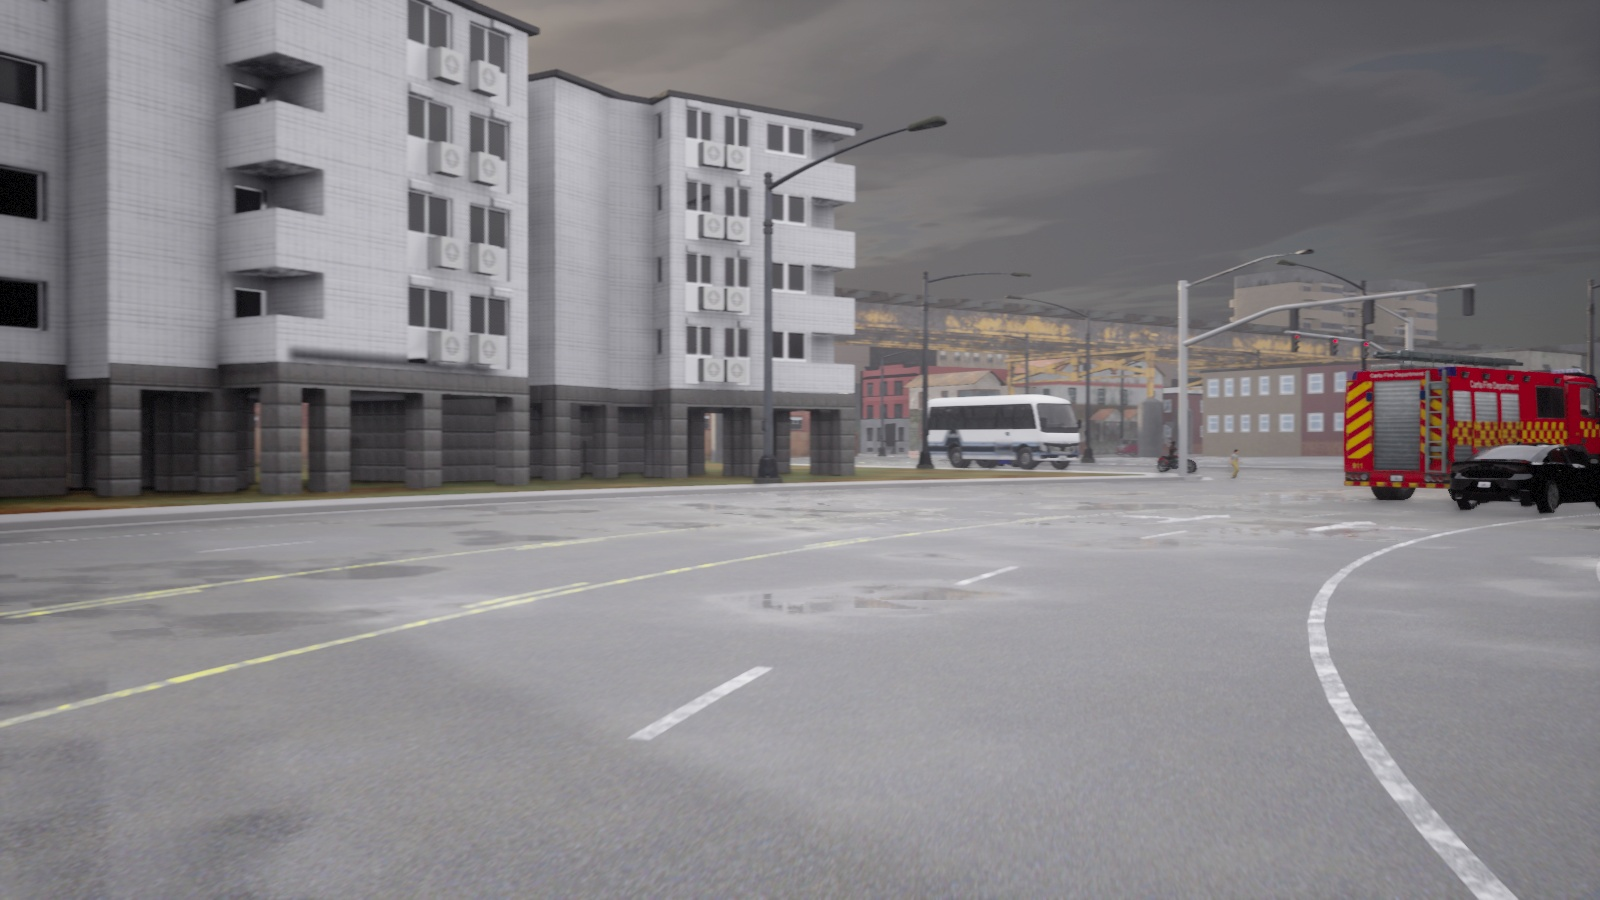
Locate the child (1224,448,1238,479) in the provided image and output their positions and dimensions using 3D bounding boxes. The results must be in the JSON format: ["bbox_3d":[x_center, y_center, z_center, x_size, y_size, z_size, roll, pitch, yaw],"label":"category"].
[{"bbox_3d":[17.779,0.541,51.807,0.270,1.263,0.437,0,0,-37],"label":"child"}]

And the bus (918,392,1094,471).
[{"bbox_3d":[11.745,-1.017,72.826,3.944,4.253,10.273,0,0,-36],"label":"bus"}]

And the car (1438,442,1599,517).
[{"bbox_3d":[16.493,0.600,28.191,5.008,1.535,1.882,0,0,-37],"label":"car"}]

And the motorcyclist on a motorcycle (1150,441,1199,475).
[{"bbox_3d":[18.781,0.381,63.021,0.766,1.649,2.350,0,1,-35],"label":"motorcyclist on a motorcycle"}]

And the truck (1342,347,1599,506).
[{"bbox_3d":[18.340,-0.570,33.760,8.468,3.827,2.891,0,0,-35],"label":"truck"}]
